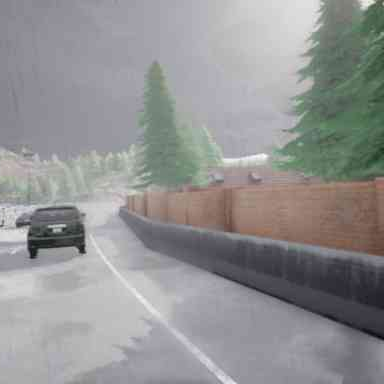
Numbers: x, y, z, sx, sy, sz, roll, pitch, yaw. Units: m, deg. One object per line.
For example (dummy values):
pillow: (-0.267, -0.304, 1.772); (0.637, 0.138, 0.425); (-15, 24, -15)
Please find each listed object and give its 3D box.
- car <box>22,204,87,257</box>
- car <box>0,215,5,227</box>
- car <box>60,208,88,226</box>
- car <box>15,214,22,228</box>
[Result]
car: (-6.007, 1.584, 15.022); (2.150, 2.045, 5.566); (-2, 0, -20)
car: (-17.436, 2.407, 28.266); (1.812, 1.442, 4.674); (-2, 0, -15)
car: (-10.886, 2.258, 30.901); (1.994, 1.385, 4.181); (-2, -1, -14)
car: (-14.121, 2.349, 29.446); (1.994, 1.385, 4.181); (-2, -1, -15)
